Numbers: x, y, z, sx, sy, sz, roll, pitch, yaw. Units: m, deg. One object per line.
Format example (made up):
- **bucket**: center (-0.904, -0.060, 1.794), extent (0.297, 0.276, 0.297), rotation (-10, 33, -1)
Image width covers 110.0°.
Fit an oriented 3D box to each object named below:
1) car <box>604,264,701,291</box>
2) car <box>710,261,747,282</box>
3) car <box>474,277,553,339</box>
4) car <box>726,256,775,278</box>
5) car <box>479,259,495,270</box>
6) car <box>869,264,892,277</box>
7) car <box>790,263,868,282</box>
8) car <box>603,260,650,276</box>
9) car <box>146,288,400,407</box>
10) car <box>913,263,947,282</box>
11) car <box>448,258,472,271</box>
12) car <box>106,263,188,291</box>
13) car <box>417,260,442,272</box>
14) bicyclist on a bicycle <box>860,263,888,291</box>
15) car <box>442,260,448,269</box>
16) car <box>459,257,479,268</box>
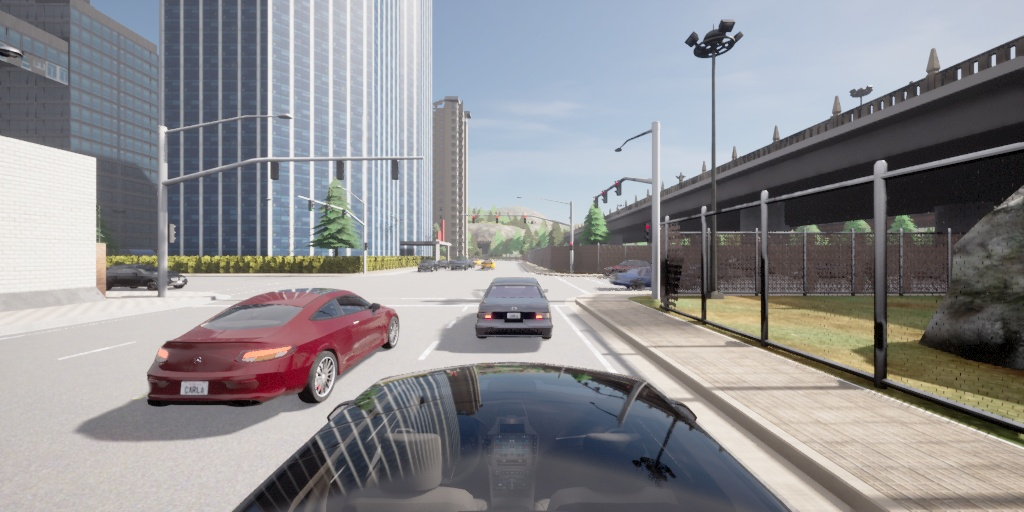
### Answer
- **car**: center (8.711, 1.355, 21.952), extent (5.357, 1.411, 2.033), rotation (0, 0, 0)
- **car**: center (15.557, 1.353, 29.179), extent (5.357, 1.411, 2.033), rotation (0, 0, 0)
- **car**: center (0.079, 1.297, 10.031), extent (2.033, 1.411, 5.357), rotation (0, 0, 1)
- **car**: center (20.778, 1.027, 32.701), extent (5.566, 2.045, 2.150), rotation (0, 0, 0)
- **car**: center (-3.498, 1.227, 53.827), extent (1.882, 1.535, 5.008), rotation (0, 0, 0)
- **car**: center (31.384, 1.353, 32.741), extent (5.357, 1.411, 2.033), rotation (0, 0, 0)
- **car**: center (25.412, 1.297, 29.218), extent (4.902, 1.511, 2.128), rotation (0, 0, 0)
- **car**: center (10.656, 1.157, 32.769), extent (4.553, 1.767, 2.097), rotation (0, 0, 3)
- **car**: center (-3.450, 1.276, 6.211), extent (1.812, 1.442, 4.674), rotation (0, 0, 0)
- **car**: center (35.737, 1.310, 29.244), extent (4.892, 1.490, 1.837), rotation (0, 0, 0)
- **car**: center (-7.180, 1.314, 49.545), extent (1.994, 1.385, 4.181), rotation (0, 0, 0)
- **car**: center (-22.584, 1.331, 21.840), extent (4.674, 1.442, 1.812), rotation (0, 0, 0)
- **car**: center (-10.680, 1.255, 45.772), extent (1.837, 1.490, 4.892), rotation (0, 0, 0)
- **bicyclist on a bicycle**: center (18.266, 1.106, 18.208), extent (0.582, 1.620, 1.656), rotation (0, 0, 0)
- **car**: center (-10.693, 1.276, 55.011), extent (1.812, 1.442, 4.674), rotation (0, 0, 0)
- **car**: center (-7.186, 1.297, 58.783), extent (2.033, 1.411, 5.357), rotation (0, 0, 0)
